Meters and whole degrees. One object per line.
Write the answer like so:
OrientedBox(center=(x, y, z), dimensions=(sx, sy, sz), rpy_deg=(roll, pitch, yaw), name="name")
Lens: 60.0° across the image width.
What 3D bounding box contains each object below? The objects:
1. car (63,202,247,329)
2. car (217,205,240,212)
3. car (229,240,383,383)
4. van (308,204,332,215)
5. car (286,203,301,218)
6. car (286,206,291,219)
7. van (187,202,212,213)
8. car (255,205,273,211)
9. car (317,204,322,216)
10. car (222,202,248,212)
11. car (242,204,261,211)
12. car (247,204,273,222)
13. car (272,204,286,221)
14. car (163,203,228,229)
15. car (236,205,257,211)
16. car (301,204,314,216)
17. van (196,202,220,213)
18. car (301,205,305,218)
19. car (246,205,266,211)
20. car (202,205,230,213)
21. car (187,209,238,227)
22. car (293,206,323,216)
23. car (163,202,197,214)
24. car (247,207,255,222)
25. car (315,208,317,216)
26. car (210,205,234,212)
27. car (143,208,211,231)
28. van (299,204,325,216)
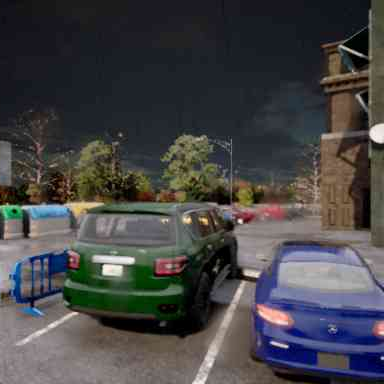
OrientedBox(center=(-0.396, 1.232, 7.259), dimensions=(2.435, 2.045, 5.566), rpy_deg=(0, -1, 16), name="car")
OrientedBox(center=(8.177, 3.634, 73.661), dimensions=(4.792, 1.488, 2.163), rpy_deg=(0, -2, 15), name="car")
OrientedBox(center=(2.011, 1.526, 5.508), dimensions=(2.002, 1.452, 4.674), rpy_deg=(0, -1, 15), name="car")
OrientedBox(center=(25.982, 3.530, 67.646), dimensions=(4.442, 1.987, 1.878), rpy_deg=(1, -1, 14), name="van")
OrientedBox(center=(12.371, 2.781, 47.857), dimensions=(5.566, 2.045, 2.435), rpy_deg=(1, -1, 15), name="car")
OrientedBox(center=(10.649, 2.971, 45.386), dimensions=(4.792, 1.488, 2.163), rpy_deg=(1, -1, 15), name="car")
OrientedBox(center=(1.490, 3.017, 63.861), dimensions=(4.442, 1.987, 1.878), rpy_deg=(0, -2, 15), name="van")
OrientedBox(center=(19.738, 4.266, 90.877), dimensions=(4.792, 1.488, 2.163), rpy_deg=(0, -2, 13), name="car")
OrientedBox(center=(19.275, 3.145, 57.725), dimensions=(5.566, 2.045, 2.435), rpy_deg=(1, -1, 15), name="car")
OrientedBox(center=(9.813, 3.443, 76.124), dimensions=(5.566, 2.045, 2.435), rpy_deg=(0, -2, 15), name="car")
OrientedBox(center=(14.889, 3.840, 83.463), dimensions=(4.553, 1.767, 2.185), rpy_deg=(0, -2, 14), name="car")
OrientedBox(center=(7.220, 2.635, 40.464), dimensions=(4.553, 1.767, 2.185), rpy_deg=(1, -1, 15), name="car")
OrientedBox(center=(8.942, 2.600, 42.920), dimensions=(5.566, 2.045, 2.435), rpy_deg=(1, -1, 15), name="car")
OrientedBox(center=(0.370, 2.135, 30.569), dimensions=(5.566, 2.045, 2.435), rpy_deg=(2, -1, 15), name="car")
OrientedBox(center=(13.200, 3.876, 81.008), dimensions=(4.892, 1.521, 2.231), rpy_deg=(0, -2, 14), name="car")
OrientedBox(center=(15.852, 2.964, 52.791), dimensions=(5.566, 2.045, 2.435), rpy_deg=(1, -1, 15), name="car")
OrientedBox(center=(3.184, 3.107, 66.310), dimensions=(4.442, 1.987, 1.878), rpy_deg=(0, -2, 15), name="van")
OrientedBox(center=(14.074, 3.152, 50.324), dimensions=(4.792, 1.488, 2.163), rpy_deg=(1, -1, 15), name="car")
OrientedBox(center=(16.518, 4.056, 85.924), dimensions=(5.008, 1.535, 2.097), rpy_deg=(0, -2, 14), name="car")
OrientedBox(center=(4.944, 3.420, 68.728), dimensions=(5.366, 1.575, 1.946), rpy_deg=(0, -2, 15), name="car")
OrientedBox(center=(2.062, 2.525, 33.034), dimensions=(4.674, 1.452, 2.002), rpy_deg=(1, -1, 15), name="car")
OrientedBox(center=(20.955, 3.486, 60.190), dimensions=(5.008, 1.535, 2.097), rpy_deg=(1, -1, 15), name="car")
OrientedBox(center=(-2.039, 2.811, 59.002), dimensions=(5.566, 2.045, 2.435), rpy_deg=(0, -2, 15), name="car")
OrientedBox(center=(3.800, 2.579, 35.511), dimensions=(5.008, 1.535, 2.097), rpy_deg=(1, -1, 15), name="car")
OrientedBox(center=(17.531, 3.305, 55.254), dimensions=(5.008, 1.535, 2.097), rpy_deg=(1, -1, 15), name="car")
OrientedBox(center=(6.426, 3.543, 71.223), dimensions=(4.792, 1.488, 2.163), rpy_deg=(0, -2, 15), name="car")
OrientedBox(center=(-1.217, 2.281, 28.042), dimensions=(5.366, 1.575, 1.946), rpy_deg=(2, -2, 15), name="car")
OrientedBox(center=(22.558, 3.348, 62.692), dimensions=(4.442, 1.987, 1.878), rpy_deg=(1, -1, 15), name="van")
